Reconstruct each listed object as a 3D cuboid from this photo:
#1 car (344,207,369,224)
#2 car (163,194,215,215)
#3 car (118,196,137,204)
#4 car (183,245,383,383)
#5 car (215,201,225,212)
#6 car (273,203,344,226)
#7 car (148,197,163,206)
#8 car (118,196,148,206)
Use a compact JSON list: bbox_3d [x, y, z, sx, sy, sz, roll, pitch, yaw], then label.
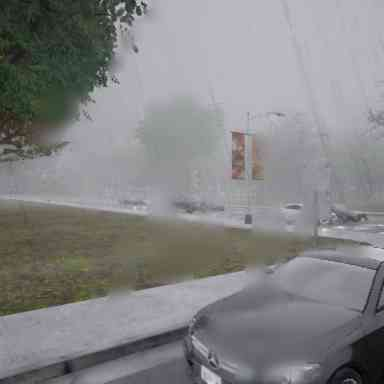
[{"bbox_3d":[10.409,1.534,25.272,2.033,1.411,5.357,0,0,-33],"label":"car"},{"bbox_3d":[-0.466,1.200,34.872,2.150,2.045,5.566,0,0,-35],"label":"car"},{"bbox_3d":[-12.311,1.486,63.028,1.812,1.442,4.674,0,0,-35],"label":"car"},{"bbox_3d":[2.082,1.526,4.529,4.674,1.442,1.812,0,0,-35],"label":"car"},{"bbox_3d":[1.726,1.478,37.400,1.837,1.490,4.892,0,0,-35],"label":"car"},{"bbox_3d":[7.773,1.516,23.278,1.812,1.442,4.674,0,0,-36],"label":"car"},{"bbox_3d":[-6.318,1.489,54.616,1.812,1.442,4.674,0,0,-36],"label":"car"},{"bbox_3d":[-9.523,1.465,53.345,1.882,1.535,5.008,0,0,-35],"label":"car"}]
